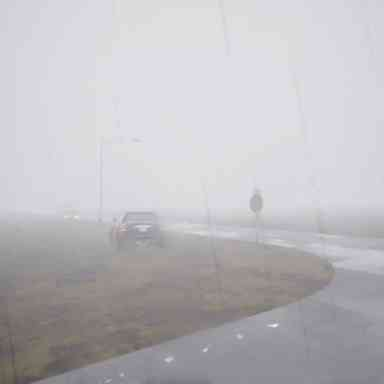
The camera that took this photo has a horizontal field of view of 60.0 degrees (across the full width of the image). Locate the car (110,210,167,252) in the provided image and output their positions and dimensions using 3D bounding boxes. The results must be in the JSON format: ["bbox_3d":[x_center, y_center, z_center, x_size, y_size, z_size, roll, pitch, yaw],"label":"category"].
[{"bbox_3d":[-2.561,1.602,15.569,2.097,1.767,4.553,1,-1,-16],"label":"car"}]

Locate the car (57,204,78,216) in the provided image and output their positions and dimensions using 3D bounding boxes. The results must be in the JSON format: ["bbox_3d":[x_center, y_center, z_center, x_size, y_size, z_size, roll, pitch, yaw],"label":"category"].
[{"bbox_3d":[-18.716,2.600,50.000,2.097,1.767,4.553,2,-2,-36],"label":"car"}]
